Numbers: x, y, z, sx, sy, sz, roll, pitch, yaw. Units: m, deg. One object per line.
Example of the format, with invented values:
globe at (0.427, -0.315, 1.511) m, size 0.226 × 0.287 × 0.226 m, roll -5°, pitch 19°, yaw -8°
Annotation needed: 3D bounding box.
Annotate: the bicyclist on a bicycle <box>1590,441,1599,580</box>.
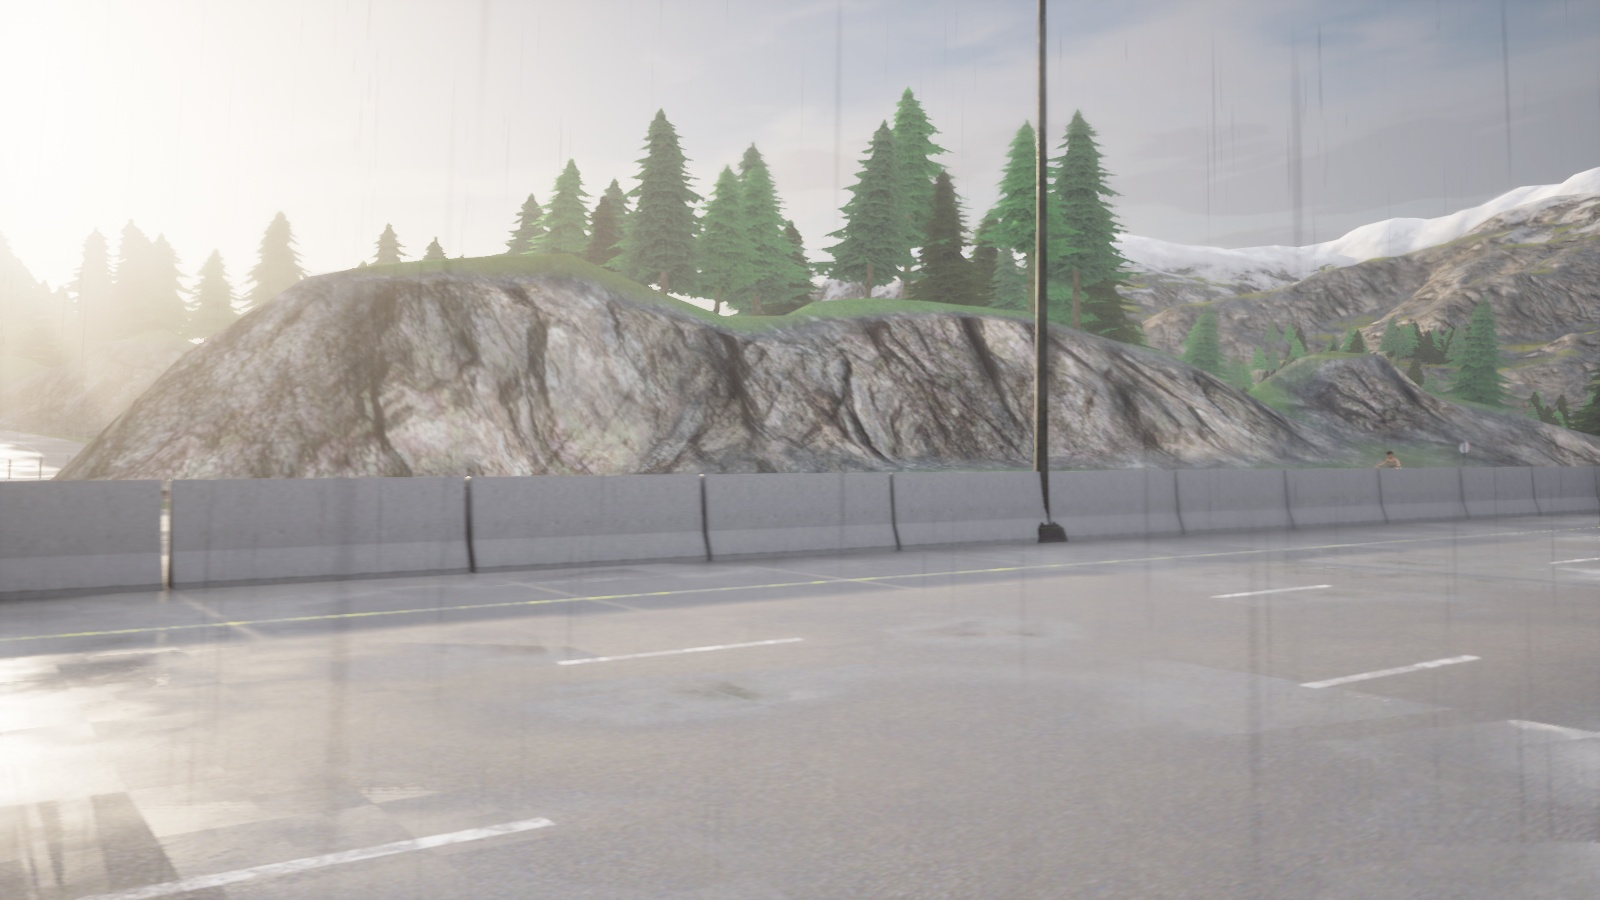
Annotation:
bicyclist on a bicycle at (10.120, 0.713, 14.967) m, size 1.656 × 1.620 × 0.582 m, roll 0°, pitch 0°, yaw -35°
